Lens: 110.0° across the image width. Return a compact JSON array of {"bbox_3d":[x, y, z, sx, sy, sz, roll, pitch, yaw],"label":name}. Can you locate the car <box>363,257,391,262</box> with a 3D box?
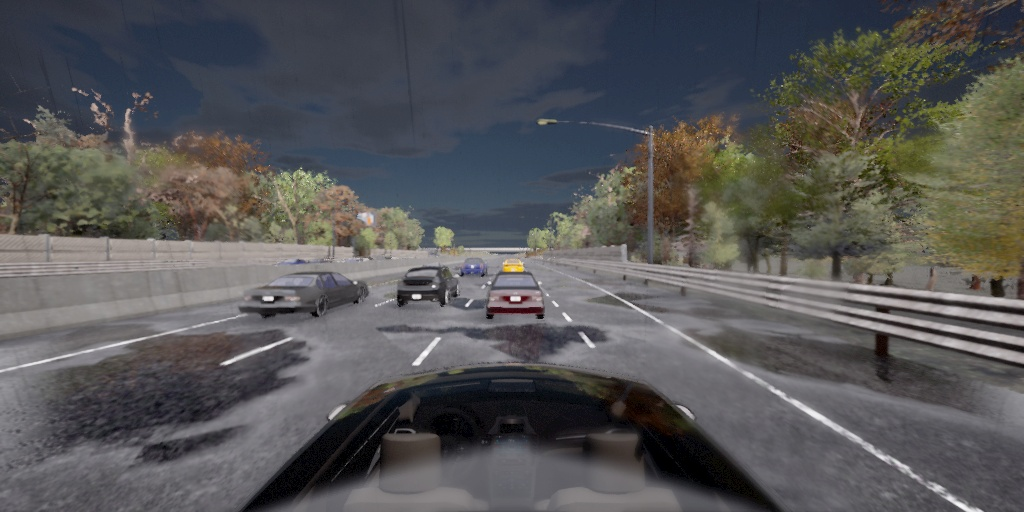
[{"bbox_3d":[-17.578,0.888,47.934,2.097,1.767,4.553,0,0,0],"label":"car"}]

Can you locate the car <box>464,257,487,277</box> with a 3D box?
[{"bbox_3d":[-3.405,0.950,33.103,2.097,1.767,4.553,0,0,0],"label":"car"}]

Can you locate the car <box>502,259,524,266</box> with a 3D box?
[{"bbox_3d":[0.098,1.068,34.925,1.882,1.535,5.008,0,0,0],"label":"car"}]

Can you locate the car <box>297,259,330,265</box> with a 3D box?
[{"bbox_3d":[-24.583,1.112,45.341,1.994,1.385,4.181,0,0,0],"label":"car"}]

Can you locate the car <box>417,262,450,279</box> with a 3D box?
[{"bbox_3d":[-6.903,1.204,31.880,1.895,1.301,4.718,0,0,0],"label":"car"}]

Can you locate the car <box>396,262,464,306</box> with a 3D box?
[{"bbox_3d":[-3.402,1.186,15.194,1.837,1.490,4.892,0,0,0],"label":"car"}]

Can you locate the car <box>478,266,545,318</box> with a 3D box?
[{"bbox_3d":[0.100,1.241,12.604,2.033,1.411,5.357,0,0,0],"label":"car"}]

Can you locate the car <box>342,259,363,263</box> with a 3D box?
[{"bbox_3d":[-21.077,1.086,47.665,2.033,1.411,5.357,0,0,0],"label":"car"}]

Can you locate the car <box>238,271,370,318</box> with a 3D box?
[{"bbox_3d":[-6.902,1.241,12.649,2.033,1.411,5.357,0,0,0],"label":"car"}]

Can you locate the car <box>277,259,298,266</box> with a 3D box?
[{"bbox_3d":[-28.072,1.070,46.040,1.812,1.442,4.674,0,0,0],"label":"car"}]
